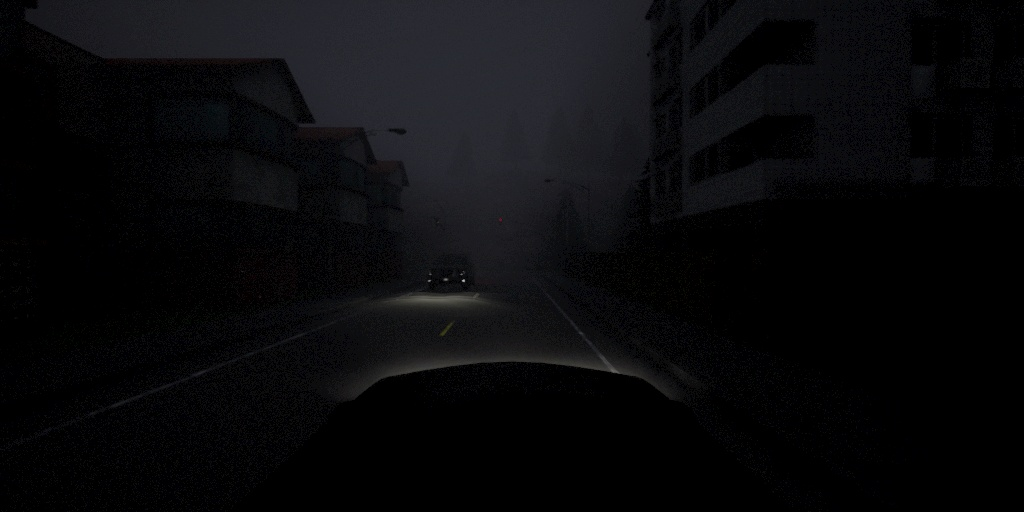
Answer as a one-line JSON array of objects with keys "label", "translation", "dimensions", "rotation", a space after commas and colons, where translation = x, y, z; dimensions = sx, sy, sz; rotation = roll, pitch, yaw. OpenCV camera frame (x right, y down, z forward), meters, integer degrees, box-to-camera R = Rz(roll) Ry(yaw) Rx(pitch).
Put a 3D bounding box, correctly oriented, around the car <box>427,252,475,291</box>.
[{"label": "car", "translation": [-3.488, 0.819, 21.628], "dimensions": [2.150, 2.045, 5.566], "rotation": [0, 1, 0]}]
